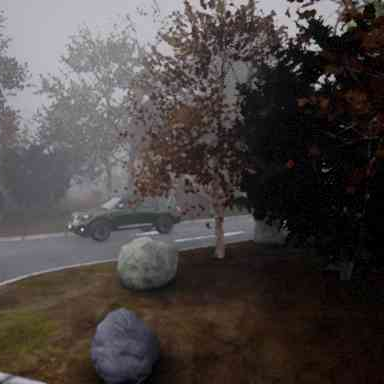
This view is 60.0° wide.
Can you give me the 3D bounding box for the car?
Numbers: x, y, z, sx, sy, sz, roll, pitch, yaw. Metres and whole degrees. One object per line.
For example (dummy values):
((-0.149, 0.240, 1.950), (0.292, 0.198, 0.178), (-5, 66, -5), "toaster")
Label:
((-3.175, 1.112, 16.301), (5.566, 2.045, 2.150), (-2, 0, -37), "car")
